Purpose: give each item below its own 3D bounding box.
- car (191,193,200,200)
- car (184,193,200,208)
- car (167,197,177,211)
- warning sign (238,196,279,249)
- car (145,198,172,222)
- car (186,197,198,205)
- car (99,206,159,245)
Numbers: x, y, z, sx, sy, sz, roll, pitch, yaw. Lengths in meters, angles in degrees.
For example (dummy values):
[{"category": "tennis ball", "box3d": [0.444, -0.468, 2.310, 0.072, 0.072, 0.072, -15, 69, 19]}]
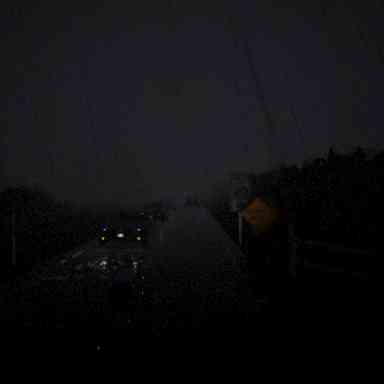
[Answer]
[{"category": "car", "box3d": [0.924, 1.061, 87.335, 2.097, 1.767, 4.553, 0, 0, 1]}, {"category": "car", "box3d": [0.011, 1.243, 44.782, 2.097, 1.767, 4.553, 0, 0, 0]}, {"category": "car", "box3d": [-2.813, 1.393, 39.502, 1.882, 1.535, 5.008, 0, 0, 0]}, {"category": "warning sign", "box3d": [2.449, 1.087, 12.375, 1.300, 1.860, 1.060, 0, 0, 0]}, {"category": "car", "box3d": [-2.843, 1.460, 25.611, 1.837, 1.490, 4.892, 0, 0, 0]}, {"category": "car", "box3d": [0.015, 1.455, 54.857, 1.895, 1.301, 4.718, 0, 0, 0]}, {"category": "car", "box3d": [-2.850, 1.542, 15.280, 1.994, 1.385, 4.181, 0, 0, 0]}]
